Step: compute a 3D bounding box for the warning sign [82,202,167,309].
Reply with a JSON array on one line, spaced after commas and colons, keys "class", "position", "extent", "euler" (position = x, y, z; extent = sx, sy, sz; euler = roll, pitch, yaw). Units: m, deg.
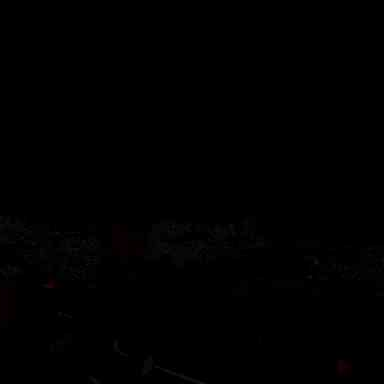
[{"class": "warning sign", "position": [-1.345, 1.150, 6.752], "extent": [1.060, 1.860, 1.300], "euler": [-1, 0, 36]}]

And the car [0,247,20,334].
[{"class": "car", "position": [-4.125, 1.629, 6.022], "extent": [4.206, 1.307, 1.802], "euler": [0, 0, 36]}]

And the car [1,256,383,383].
[{"class": "car", "position": [0.467, 1.448, 2.747], "extent": [4.097, 1.590, 1.967], "euler": [0, 0, 36]}]
